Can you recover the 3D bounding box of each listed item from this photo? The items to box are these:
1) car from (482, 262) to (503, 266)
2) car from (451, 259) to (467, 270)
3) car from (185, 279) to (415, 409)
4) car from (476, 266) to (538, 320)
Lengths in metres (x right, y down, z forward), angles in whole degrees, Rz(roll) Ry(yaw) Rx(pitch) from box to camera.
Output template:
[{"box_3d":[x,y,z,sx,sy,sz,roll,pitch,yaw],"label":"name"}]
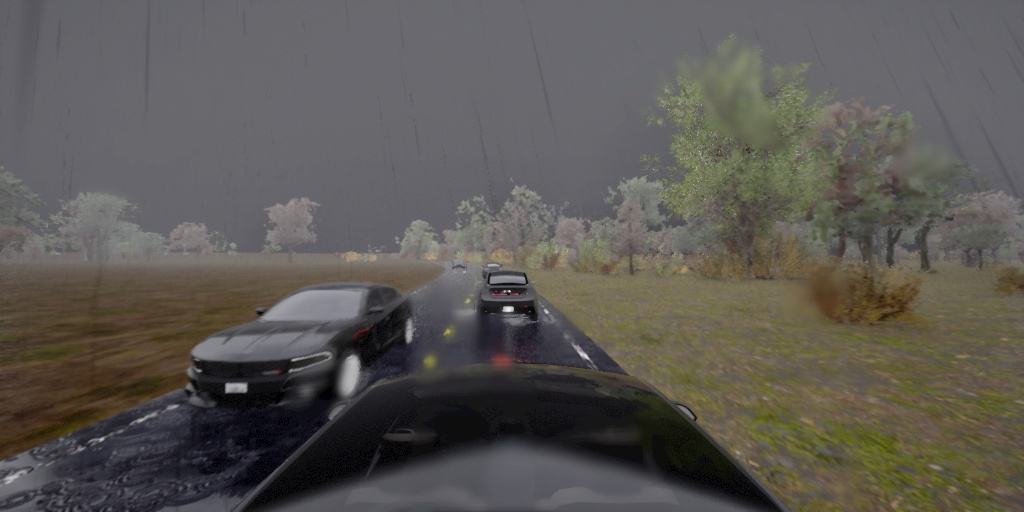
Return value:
[{"box_3d":[-1.780,1.275,33.322,1.812,1.442,4.674,0,0,-6],"label":"car"},{"box_3d":[-8.044,1.263,54.264,1.837,1.490,4.892,0,0,-11],"label":"car"},{"box_3d":[-3.201,1.233,6.586,1.882,1.535,5.008,0,0,-1],"label":"car"},{"box_3d":[-0.191,1.254,12.555,1.837,1.490,4.892,0,0,-2],"label":"car"}]
